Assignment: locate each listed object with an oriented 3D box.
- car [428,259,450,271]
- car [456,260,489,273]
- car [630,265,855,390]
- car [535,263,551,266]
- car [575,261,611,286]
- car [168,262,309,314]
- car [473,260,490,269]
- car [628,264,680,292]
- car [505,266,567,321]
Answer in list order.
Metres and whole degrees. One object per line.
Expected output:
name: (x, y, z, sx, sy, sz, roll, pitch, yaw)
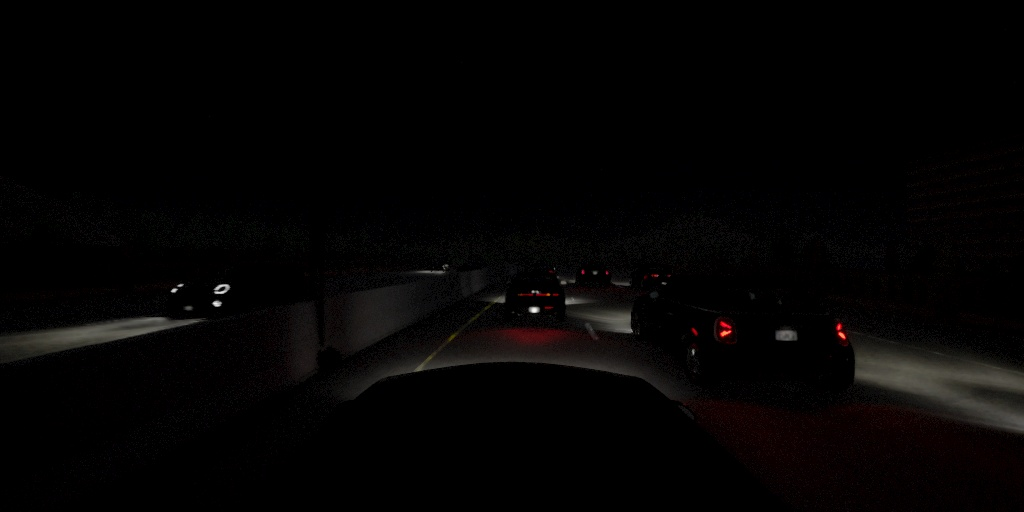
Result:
car: (-9.714, 1.210, 47.927, 1.837, 1.490, 4.892, 0, 0, 7)
car: (-4.042, 1.281, 35.193, 2.033, 1.411, 5.357, 0, 0, 6)
car: (3.929, 1.126, 7.102, 2.097, 1.767, 4.553, 0, 0, 3)
car: (2.694, 1.319, 30.788, 2.033, 1.411, 5.357, 0, 0, 6)
car: (5.675, 1.139, 25.612, 2.097, 1.767, 4.553, 0, 0, 6)
car: (-9.872, 1.048, 13.411, 2.097, 1.767, 4.553, 0, 0, 6)
car: (-4.962, 1.410, 59.216, 1.994, 1.385, 4.181, 0, -2, 6)
car: (8.913, 1.310, 22.944, 1.837, 1.490, 4.892, 0, 0, 6)
car: (0.836, 1.262, 12.464, 1.837, 1.490, 4.892, 0, 0, 5)
